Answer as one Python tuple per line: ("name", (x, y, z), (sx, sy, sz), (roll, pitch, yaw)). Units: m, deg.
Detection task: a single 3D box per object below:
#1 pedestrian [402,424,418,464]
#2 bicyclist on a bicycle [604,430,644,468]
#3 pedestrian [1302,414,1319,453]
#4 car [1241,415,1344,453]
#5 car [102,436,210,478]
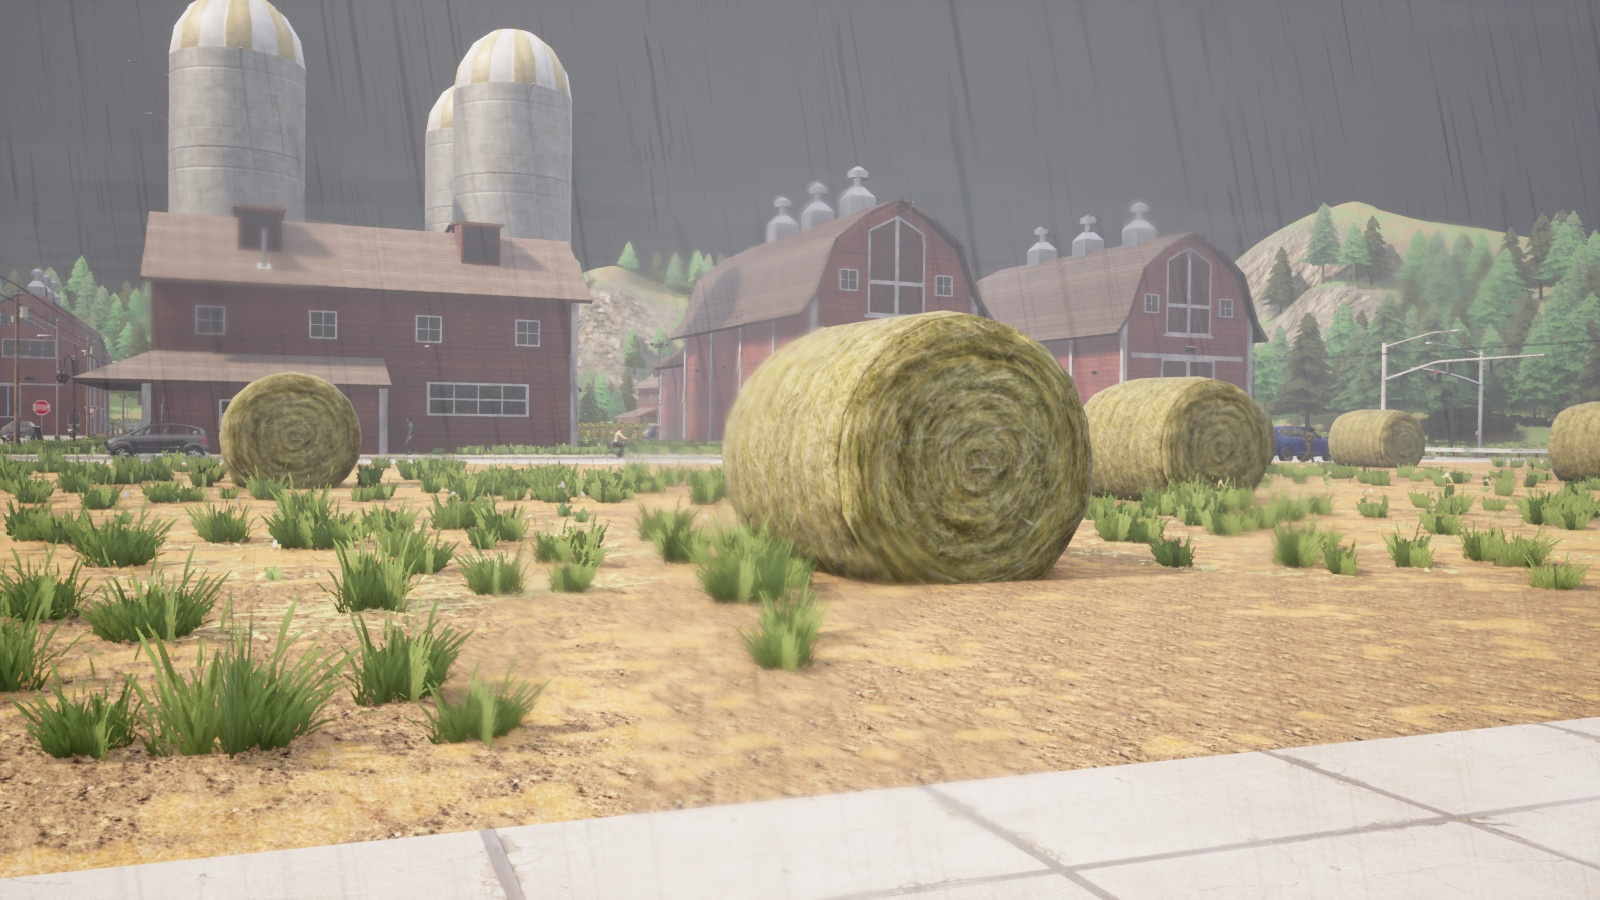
("pedestrian", (-17.978, -0.280, 57.903), (0.614, 1.847, 0.353), (-1, 1, -26))
("bicyclist on a bicycle", (-7.617, -0.058, 54.263), (1.509, 1.612, 0.866), (-1, 1, -24))
("pedestrian", (25.635, -0.842, 63.080), (0.692, 1.930, 0.395), (-1, 1, -11))
("car", (27.680, -0.921, 70.506), (5.566, 2.045, 2.150), (-1, 1, -25))
("car", (-25.500, 0.249, 49.875), (3.705, 1.549, 1.789), (-1, 1, -25))
